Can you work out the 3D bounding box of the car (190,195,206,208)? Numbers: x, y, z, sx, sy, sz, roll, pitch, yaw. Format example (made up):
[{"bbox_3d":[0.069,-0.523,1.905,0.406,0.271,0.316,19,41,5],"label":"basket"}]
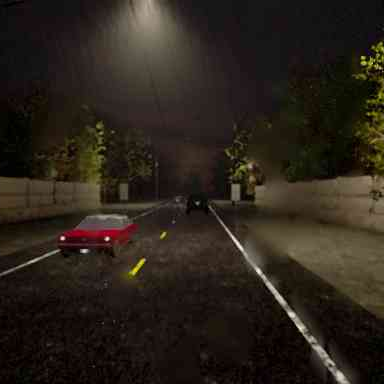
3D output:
[{"bbox_3d":[0.811,1.273,46.603,2.097,1.767,4.553,0,0,1],"label":"car"}]

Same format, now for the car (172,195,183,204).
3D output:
[{"bbox_3d":[-2.500,1.363,60.919,2.128,1.511,4.902,0,0,1],"label":"car"}]

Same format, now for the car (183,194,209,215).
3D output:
[{"bbox_3d":[0.563,1.174,33.699,2.150,2.045,5.566,0,0,1],"label":"car"}]

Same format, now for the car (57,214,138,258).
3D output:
[{"bbox_3d":[-3.404,1.572,12.802,1.895,1.301,4.718,0,0,1],"label":"car"}]
